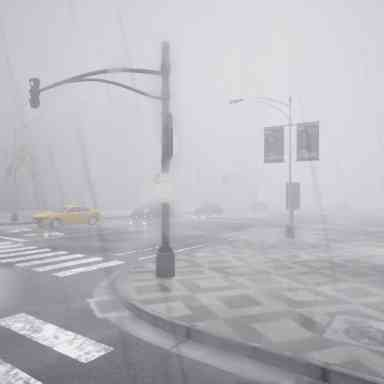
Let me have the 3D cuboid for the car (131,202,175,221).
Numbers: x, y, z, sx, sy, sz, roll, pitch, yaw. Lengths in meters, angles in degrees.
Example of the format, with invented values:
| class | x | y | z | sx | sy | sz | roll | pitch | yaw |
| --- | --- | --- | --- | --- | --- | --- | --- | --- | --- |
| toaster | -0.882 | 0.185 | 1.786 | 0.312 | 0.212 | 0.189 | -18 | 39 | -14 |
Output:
| class | x | y | z | sx | sy | sz | roll | pitch | yaw |
| --- | --- | --- | --- | --- | --- | --- | --- | --- | --- |
| car | -3.634 | 1.716 | 31.544 | 2.097 | 1.767 | 4.553 | 0 | -1 | 35 |

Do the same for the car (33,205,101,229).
| class | x | y | z | sx | sy | sz | roll | pitch | yaw |
| --- | --- | --- | --- | --- | --- | --- | --- | --- | --- |
| car | -8.927 | 1.710 | 24.076 | 1.882 | 1.535 | 5.008 | 0 | -1 | 34 |

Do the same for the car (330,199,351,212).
| class | x | y | z | sx | sy | sz | roll | pitch | yaw |
| --- | --- | --- | --- | --- | --- | --- | --- | --- | --- |
| car | 24.501 | 2.381 | 54.136 | 2.128 | 1.511 | 4.902 | 0 | -1 | 35 |

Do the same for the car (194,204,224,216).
| class | x | y | z | sx | sy | sz | roll | pitch | yaw |
| --- | --- | --- | --- | --- | --- | --- | --- | --- | --- |
| car | 2.070 | 2.072 | 39.606 | 1.994 | 1.385 | 4.181 | 0 | -1 | 35 |

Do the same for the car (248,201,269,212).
| class | x | y | z | sx | sy | sz | roll | pitch | yaw |
| --- | --- | --- | --- | --- | --- | --- | --- | --- | --- |
| car | 10.308 | 2.225 | 51.131 | 1.837 | 1.490 | 4.892 | 0 | -1 | 36 |
